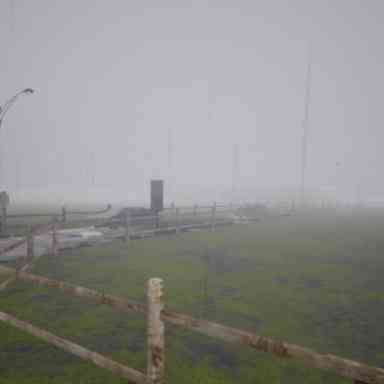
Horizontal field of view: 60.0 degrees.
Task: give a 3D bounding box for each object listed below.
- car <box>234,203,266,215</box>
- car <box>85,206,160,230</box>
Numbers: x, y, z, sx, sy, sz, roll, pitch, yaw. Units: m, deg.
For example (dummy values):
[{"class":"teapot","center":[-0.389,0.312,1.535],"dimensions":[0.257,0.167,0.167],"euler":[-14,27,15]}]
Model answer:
[{"class":"car","center":[6.522,1.895,37.522],"dimensions":[1.895,1.301,4.718],"euler":[0,0,36]},{"class":"car","center":[-4.478,1.674,22.271],"dimensions":[2.033,1.411,5.357],"euler":[0,0,36]}]
